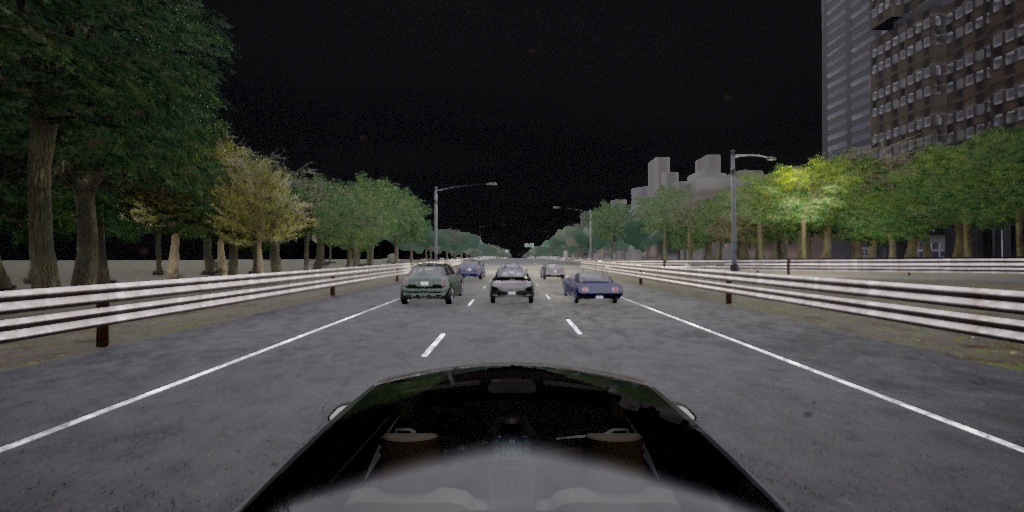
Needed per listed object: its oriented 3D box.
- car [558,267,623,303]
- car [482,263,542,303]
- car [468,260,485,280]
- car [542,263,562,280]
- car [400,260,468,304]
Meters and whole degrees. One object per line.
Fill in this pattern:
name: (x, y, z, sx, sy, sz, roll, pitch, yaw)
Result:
car: (3.500, 1.366, 16.530, 1.895, 1.301, 4.718, 0, 0, 0)
car: (0.000, 1.245, 16.500, 2.128, 1.511, 4.902, 0, 0, 0)
car: (-3.500, 1.112, 31.470, 2.097, 1.767, 4.553, 0, 0, 0)
car: (3.500, 1.310, 31.500, 2.033, 1.411, 5.357, 0, 0, 0)
car: (-3.500, 1.116, 16.470, 2.097, 1.767, 4.553, 0, 0, 0)
